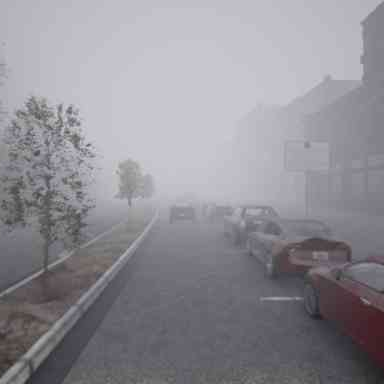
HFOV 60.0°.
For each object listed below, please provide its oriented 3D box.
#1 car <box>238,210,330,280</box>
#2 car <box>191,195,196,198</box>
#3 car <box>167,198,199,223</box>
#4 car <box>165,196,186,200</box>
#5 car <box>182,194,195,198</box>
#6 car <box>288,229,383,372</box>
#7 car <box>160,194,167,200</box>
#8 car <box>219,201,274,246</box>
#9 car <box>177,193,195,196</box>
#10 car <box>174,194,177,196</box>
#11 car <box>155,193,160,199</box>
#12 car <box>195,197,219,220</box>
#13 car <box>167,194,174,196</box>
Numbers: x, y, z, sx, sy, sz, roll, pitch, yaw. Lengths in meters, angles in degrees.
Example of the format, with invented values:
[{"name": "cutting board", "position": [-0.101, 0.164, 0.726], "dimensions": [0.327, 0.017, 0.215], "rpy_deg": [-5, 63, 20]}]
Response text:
[{"name": "car", "position": [2.929, 1.511, 10.013], "dimensions": [2.163, 1.488, 4.792], "rpy_deg": [0, 0, -1]}, {"name": "car", "position": [1.312, 1.455, 37.739], "dimensions": [2.097, 1.535, 5.008], "rpy_deg": [0, 0, -5]}, {"name": "car", "position": [-0.787, 1.464, 25.747], "dimensions": [1.882, 1.535, 5.008], "rpy_deg": [0, 0, -4]}, {"name": "car", "position": [-2.218, 1.557, 42.907], "dimensions": [1.895, 1.301, 4.718], "rpy_deg": [0, 0, -6]}, {"name": "car", "position": [0.103, 1.422, 48.992], "dimensions": [1.946, 1.575, 5.366], "rpy_deg": [0, 0, -7]}, {"name": "car", "position": [3.021, 1.522, 4.411], "dimensions": [2.002, 1.452, 4.674], "rpy_deg": [0, 0, -1]}, {"name": "car", "position": [-5.917, 1.224, 81.728], "dimensions": [1.946, 1.575, 5.366], "rpy_deg": [0, 0, -13]}, {"name": "car", "position": [2.745, 1.353, 15.510], "dimensions": [2.185, 1.767, 4.553], "rpy_deg": [0, 0, -2]}, {"name": "car", "position": [-0.627, 1.152, 54.352], "dimensions": [2.435, 2.045, 5.566], "rpy_deg": [0, 0, -8]}, {"name": "car", "position": [-1.451, 1.377, 59.840], "dimensions": [2.231, 1.521, 4.892], "rpy_deg": [0, 0, -9]}, {"name": "car", "position": [-7.659, 1.206, 88.550], "dimensions": [2.163, 1.488, 4.792], "rpy_deg": [0, 0, -14]}, {"name": "car", "position": [1.765, 1.463, 32.189], "dimensions": [2.097, 1.535, 5.008], "rpy_deg": [0, 0, -4]}, {"name": "car", "position": [-3.508, 1.300, 70.976], "dimensions": [1.946, 1.575, 5.366], "rpy_deg": [0, 0, -11]}]
